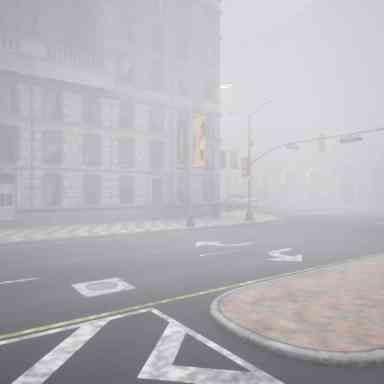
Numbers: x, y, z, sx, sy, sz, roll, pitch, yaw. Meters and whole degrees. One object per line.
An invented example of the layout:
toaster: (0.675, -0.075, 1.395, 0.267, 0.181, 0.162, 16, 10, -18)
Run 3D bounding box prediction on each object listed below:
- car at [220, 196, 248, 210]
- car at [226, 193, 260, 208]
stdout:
car: (4.725, 1.563, 43.414, 1.994, 1.385, 4.181, 0, 0, -36)
car: (6.897, 1.220, 46.378, 2.150, 2.045, 5.566, 0, 0, -37)
